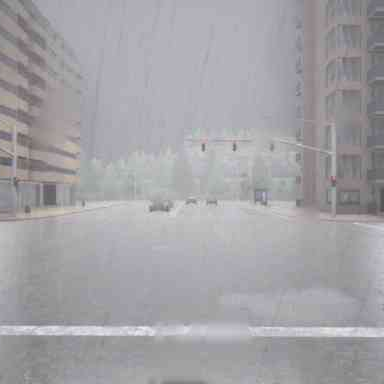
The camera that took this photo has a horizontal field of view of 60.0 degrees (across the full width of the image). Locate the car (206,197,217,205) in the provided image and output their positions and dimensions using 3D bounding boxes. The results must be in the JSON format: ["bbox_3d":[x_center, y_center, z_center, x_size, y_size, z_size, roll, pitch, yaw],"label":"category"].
[{"bbox_3d":[3.546,1.547,59.453,2.033,1.411,5.357,0,0,2],"label":"car"}]

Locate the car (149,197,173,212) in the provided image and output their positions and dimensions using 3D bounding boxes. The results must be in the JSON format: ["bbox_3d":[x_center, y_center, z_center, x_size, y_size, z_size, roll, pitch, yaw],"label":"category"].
[{"bbox_3d":[-3.655,1.352,38.356,2.097,1.767,4.553,0,0,0],"label":"car"}]

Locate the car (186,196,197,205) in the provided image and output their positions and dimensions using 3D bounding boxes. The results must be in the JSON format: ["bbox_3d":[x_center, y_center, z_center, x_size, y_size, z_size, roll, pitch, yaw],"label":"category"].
[{"bbox_3d":[-0.088,1.526,60.090,1.812,1.442,4.674,0,0,0],"label":"car"}]
